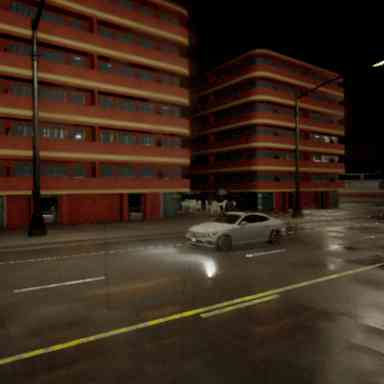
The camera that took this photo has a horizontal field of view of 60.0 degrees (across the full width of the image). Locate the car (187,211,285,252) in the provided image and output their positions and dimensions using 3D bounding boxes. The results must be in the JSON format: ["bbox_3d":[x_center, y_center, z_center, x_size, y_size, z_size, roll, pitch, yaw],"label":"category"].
[{"bbox_3d":[1.960,1.541,13.988,4.674,1.442,1.812,0,0,-35],"label":"car"}]
